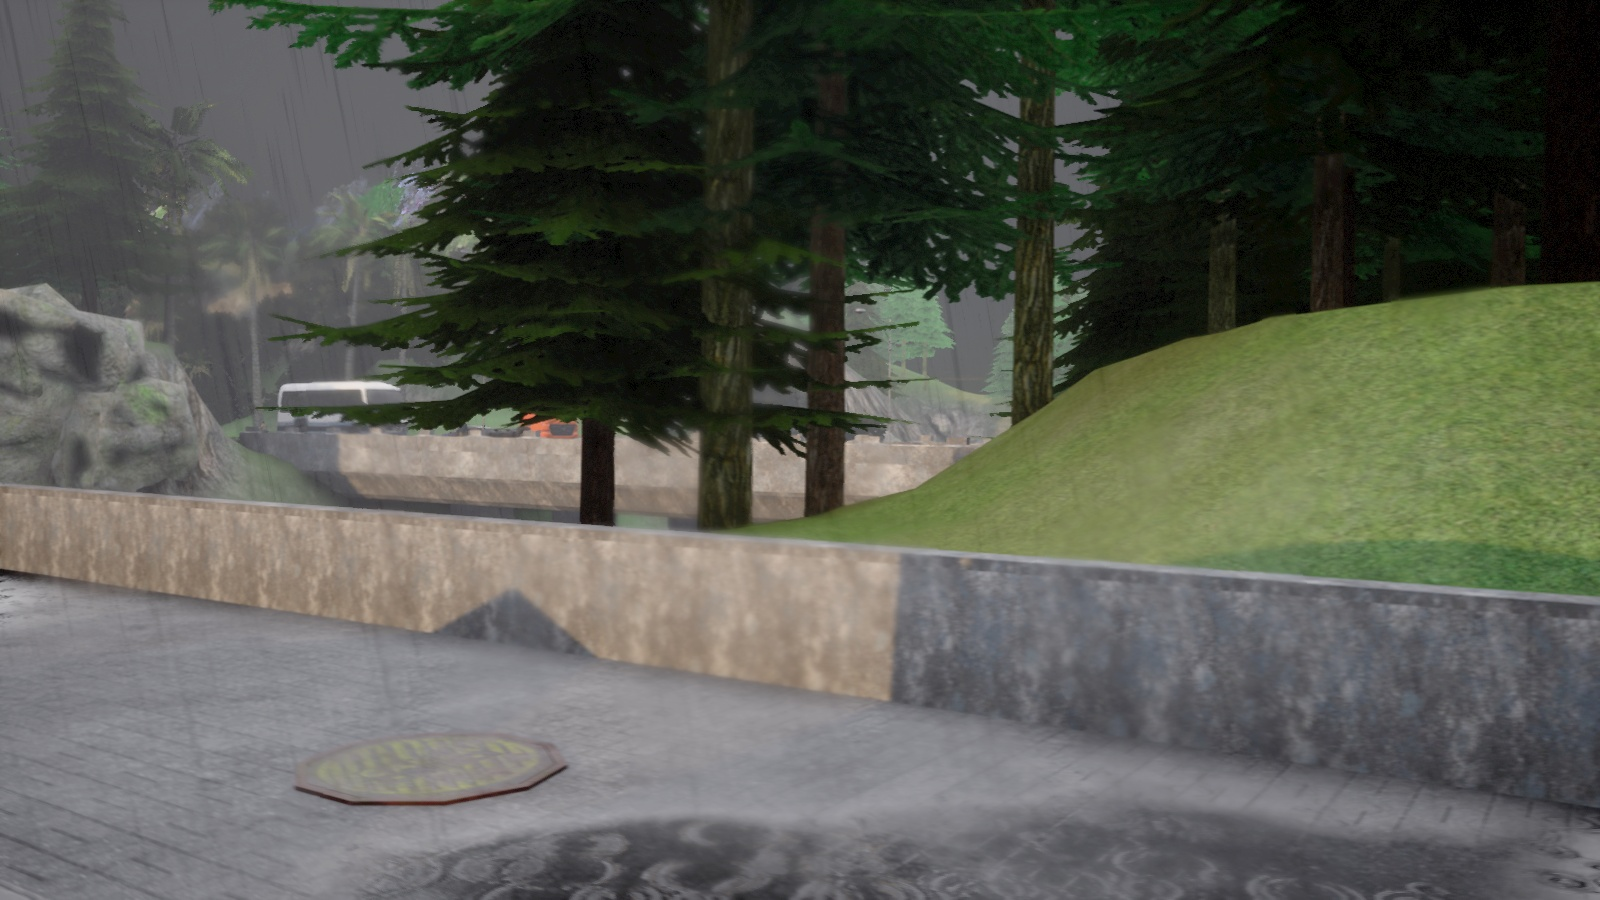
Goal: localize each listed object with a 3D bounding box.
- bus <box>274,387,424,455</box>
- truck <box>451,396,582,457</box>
[{"bbox_3d":[-30.084,-1.849,83.591,10.273,4.253,3.944,0,1,34],"label":"bus"},{"bbox_3d":[-16.958,-1.380,74.894,7.936,3.462,2.891,0,1,34],"label":"truck"}]
